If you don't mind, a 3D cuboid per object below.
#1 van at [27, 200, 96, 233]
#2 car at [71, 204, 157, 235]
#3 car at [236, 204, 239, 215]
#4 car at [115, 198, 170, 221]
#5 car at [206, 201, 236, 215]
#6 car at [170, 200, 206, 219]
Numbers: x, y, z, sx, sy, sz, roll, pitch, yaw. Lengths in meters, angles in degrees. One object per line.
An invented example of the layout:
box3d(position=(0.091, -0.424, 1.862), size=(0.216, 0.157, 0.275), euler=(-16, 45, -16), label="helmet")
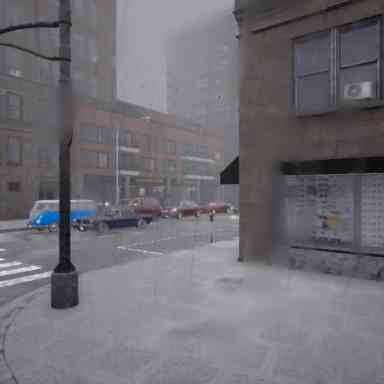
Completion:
box3d(position=(-7.569, 1.358, 19.785), size=(1.690, 1.788, 3.998), euler=(0, 0, 36), label="van")
box3d(position=(-4.510, 1.619, 19.310), size=(1.895, 1.301, 4.718), euler=(0, 0, 36), label="car")
box3d(position=(5.831, 1.538, 33.579), size=(1.837, 1.490, 4.892), euler=(0, 0, 36), label="car")
box3d(position=(-4.287, 1.336, 24.318), size=(2.192, 1.841, 5.009), euler=(0, 0, 36), label="car")
box3d(position=(2.275, 1.575, 33.384), size=(1.887, 1.381, 4.507), euler=(0, 0, 36), label="car")
box3d(position=(-1.006, 1.466, 28.851), size=(1.967, 1.590, 4.097), euler=(0, 0, 36), label="car")
